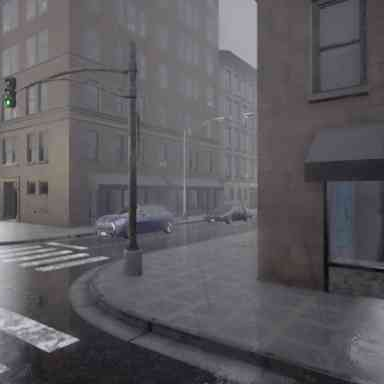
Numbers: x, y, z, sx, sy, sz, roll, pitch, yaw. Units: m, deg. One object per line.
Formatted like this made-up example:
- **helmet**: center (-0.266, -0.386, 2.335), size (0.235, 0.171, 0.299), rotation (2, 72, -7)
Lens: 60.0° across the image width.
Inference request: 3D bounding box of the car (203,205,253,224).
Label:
- **car**: center (3.026, 1.708, 26.512), size (2.033, 1.411, 5.357), rotation (0, 0, 35)

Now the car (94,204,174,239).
- **car**: center (-3.006, 1.455, 18.009), size (2.097, 1.767, 4.553), rotation (0, 0, 35)
